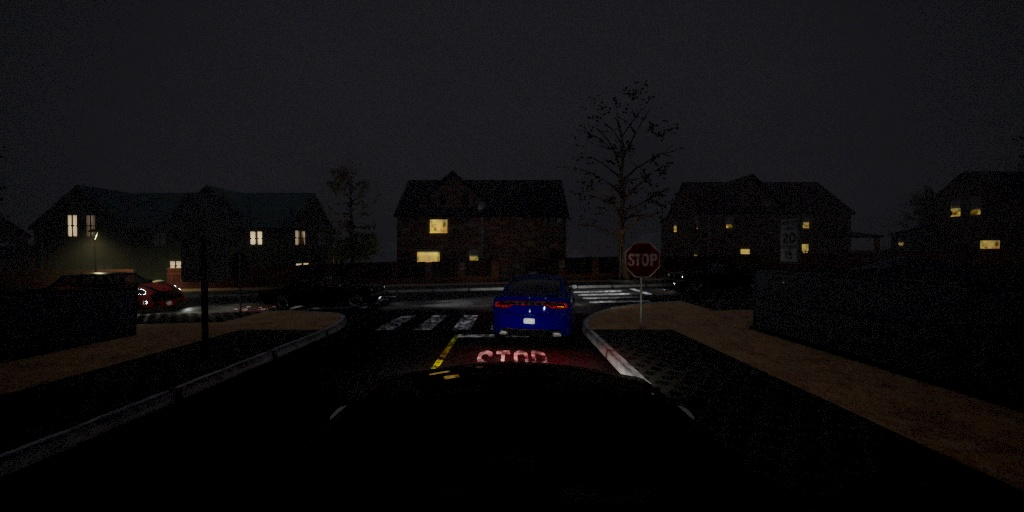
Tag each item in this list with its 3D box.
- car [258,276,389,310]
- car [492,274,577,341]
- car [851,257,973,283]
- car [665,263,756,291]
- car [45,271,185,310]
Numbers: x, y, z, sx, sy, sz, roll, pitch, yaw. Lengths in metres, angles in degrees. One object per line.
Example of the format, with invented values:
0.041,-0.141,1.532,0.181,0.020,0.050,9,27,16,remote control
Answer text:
-7.821,1.506,15.231,4.718,1.301,1.895,-1,1,0,car
0.780,1.226,10.029,1.882,1.535,5.008,0,0,10,car
20.045,0.753,18.213,5.357,1.411,2.033,-1,1,0,car
10.399,1.034,18.171,4.718,1.301,1.895,-1,1,-1,car
-16.808,1.471,15.217,4.553,1.767,2.097,-1,1,0,car
